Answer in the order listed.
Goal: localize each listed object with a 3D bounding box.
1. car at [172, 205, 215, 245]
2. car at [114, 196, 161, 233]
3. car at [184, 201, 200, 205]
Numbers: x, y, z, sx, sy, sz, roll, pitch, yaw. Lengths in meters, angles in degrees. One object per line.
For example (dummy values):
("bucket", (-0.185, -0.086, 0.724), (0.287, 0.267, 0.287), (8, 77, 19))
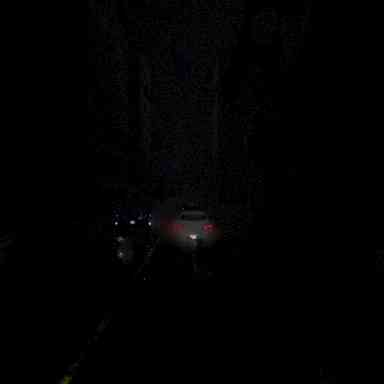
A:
("car", (0.057, 1.553, 15.486), (1.812, 1.442, 4.674), (0, 0, 0))
("car", (-3.151, 1.257, 20.345), (2.150, 2.045, 5.566), (0, 0, 0))
("car", (0.020, 1.574, 30.502), (1.812, 1.442, 4.674), (0, 0, 0))
